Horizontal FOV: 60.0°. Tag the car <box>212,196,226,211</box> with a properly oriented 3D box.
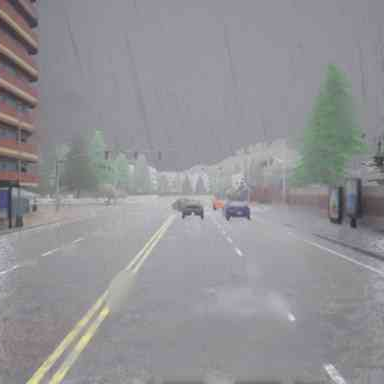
[{"bbox_3d":[3.603,1.297,40.489,2.097,1.767,4.553,0,0,0],"label":"car"}]

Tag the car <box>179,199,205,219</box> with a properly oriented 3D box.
[{"bbox_3d":[0.064,1.473,29.079,1.837,1.490,4.892,0,0,0],"label":"car"}]

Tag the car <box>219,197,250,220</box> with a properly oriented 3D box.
[{"bbox_3d":[3.602,1.446,27.646,1.882,1.535,5.008,0,0,0],"label":"car"}]

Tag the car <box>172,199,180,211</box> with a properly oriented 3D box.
[{"bbox_3d":[-1.083,1.480,39.328,2.033,1.411,5.357,0,0,-13],"label":"car"}]
